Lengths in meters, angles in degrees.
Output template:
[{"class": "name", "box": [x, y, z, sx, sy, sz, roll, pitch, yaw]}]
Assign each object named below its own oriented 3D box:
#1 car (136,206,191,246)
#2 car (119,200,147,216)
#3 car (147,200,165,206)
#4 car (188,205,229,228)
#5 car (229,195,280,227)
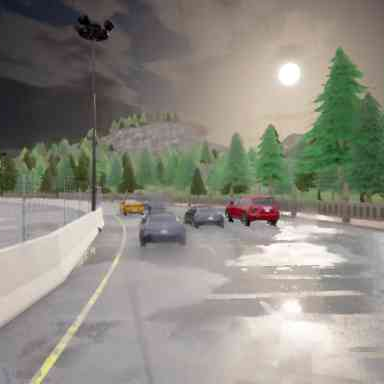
[{"class": "car", "box": [-1.464, 1.592, 15.486, 1.994, 1.385, 4.181, 0, 0, -9]}, {"class": "car", "box": [-6.230, 1.543, 33.680, 1.882, 1.535, 5.008, 0, 0, -20]}, {"class": "car", "box": [-4.665, 1.619, 39.382, 2.033, 1.411, 5.357, 0, 0, -23]}, {"class": "car", "box": [0.718, 1.599, 22.424, 1.994, 1.385, 4.181, 0, 0, -12]}, {"class": "car", "box": [4.119, 1.252, 23.452, 2.150, 2.045, 5.566, 0, 0, -13]}]
